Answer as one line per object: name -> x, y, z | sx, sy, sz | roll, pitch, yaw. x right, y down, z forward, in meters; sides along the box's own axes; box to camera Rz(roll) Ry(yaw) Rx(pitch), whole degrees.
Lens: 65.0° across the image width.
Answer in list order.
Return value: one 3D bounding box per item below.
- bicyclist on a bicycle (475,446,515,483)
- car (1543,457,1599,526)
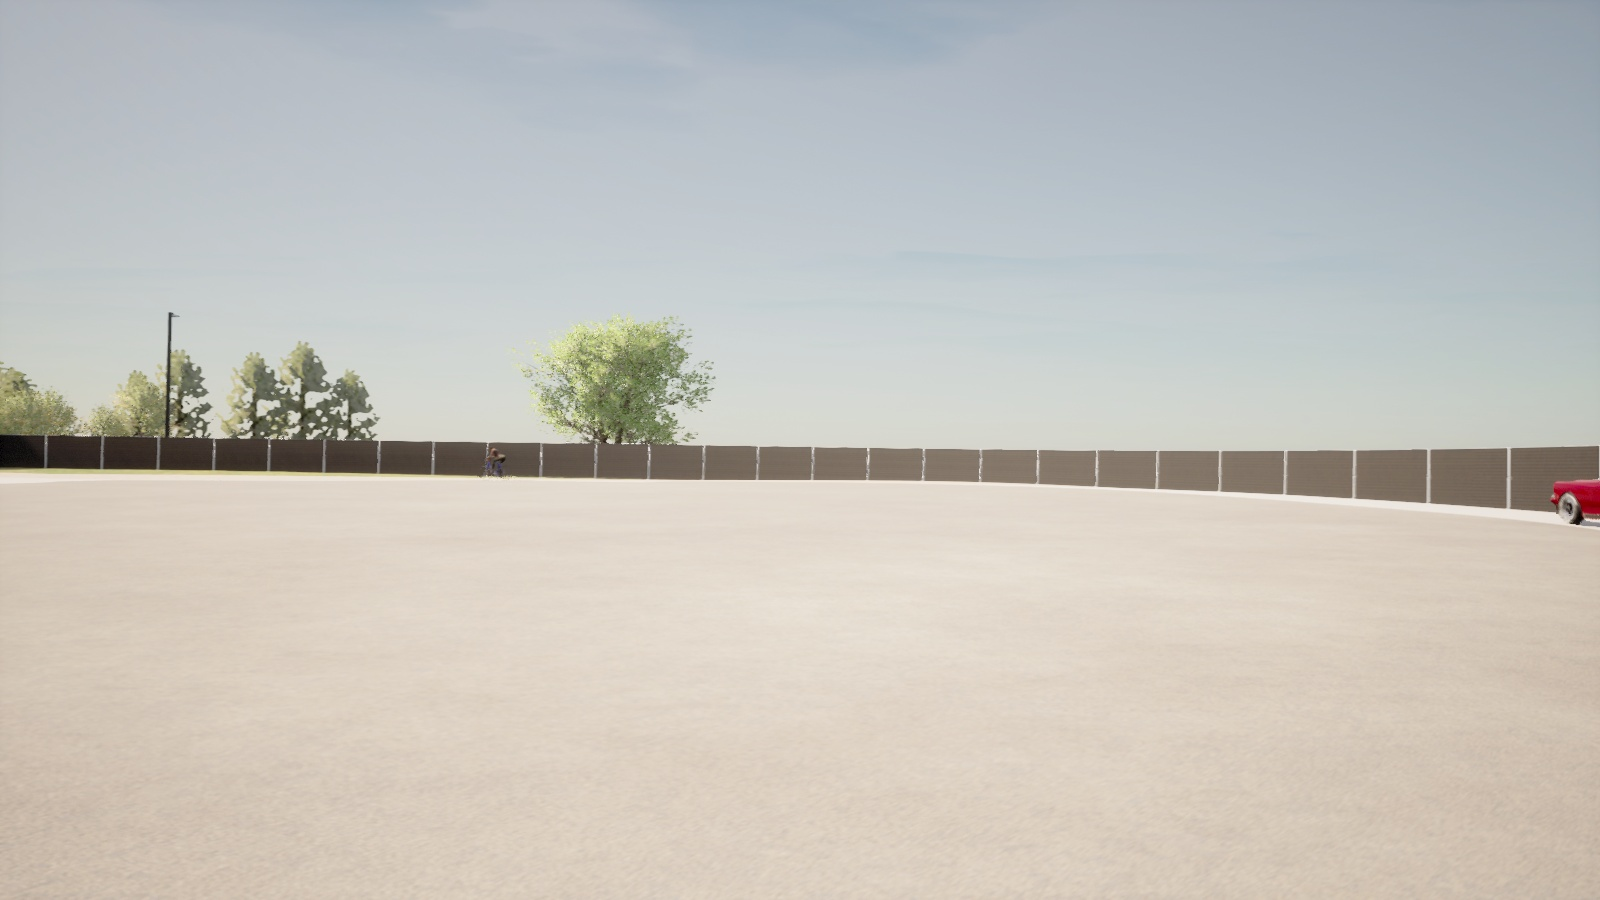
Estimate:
bicyclist on a bicycle -> -14.036, 0.667, 57.789 | 1.656, 1.620, 0.582 | -2, -1, 13
car -> 16.220, 0.801, 23.619 | 1.895, 1.301, 4.718 | 0, 0, 3
